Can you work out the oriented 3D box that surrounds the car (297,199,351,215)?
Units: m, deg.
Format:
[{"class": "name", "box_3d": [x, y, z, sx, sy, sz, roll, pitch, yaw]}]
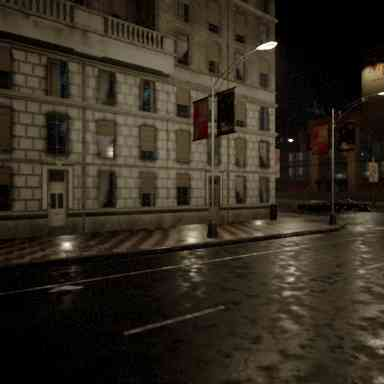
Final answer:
[{"class": "car", "box_3d": [13.482, 1.599, 34.554, 1.895, 1.301, 4.718, 0, 0, -36]}]

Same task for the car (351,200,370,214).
[{"class": "car", "box_3d": [16.723, 1.490, 36.190, 2.128, 1.511, 4.902, 0, 0, -38]}]
